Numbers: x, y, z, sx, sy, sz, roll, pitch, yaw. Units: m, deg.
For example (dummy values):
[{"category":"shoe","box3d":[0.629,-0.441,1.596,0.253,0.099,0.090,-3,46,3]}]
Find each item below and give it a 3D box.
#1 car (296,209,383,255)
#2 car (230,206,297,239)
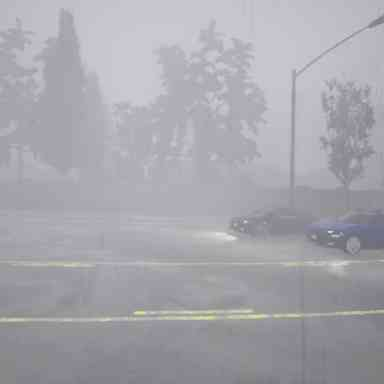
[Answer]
[{"category":"car","box3d":[6.768,1.401,12.601,5.008,1.535,1.882,2,1,-17]},{"category":"car","box3d":[3.912,1.339,15.485,4.181,1.385,1.994,2,1,-14]}]
